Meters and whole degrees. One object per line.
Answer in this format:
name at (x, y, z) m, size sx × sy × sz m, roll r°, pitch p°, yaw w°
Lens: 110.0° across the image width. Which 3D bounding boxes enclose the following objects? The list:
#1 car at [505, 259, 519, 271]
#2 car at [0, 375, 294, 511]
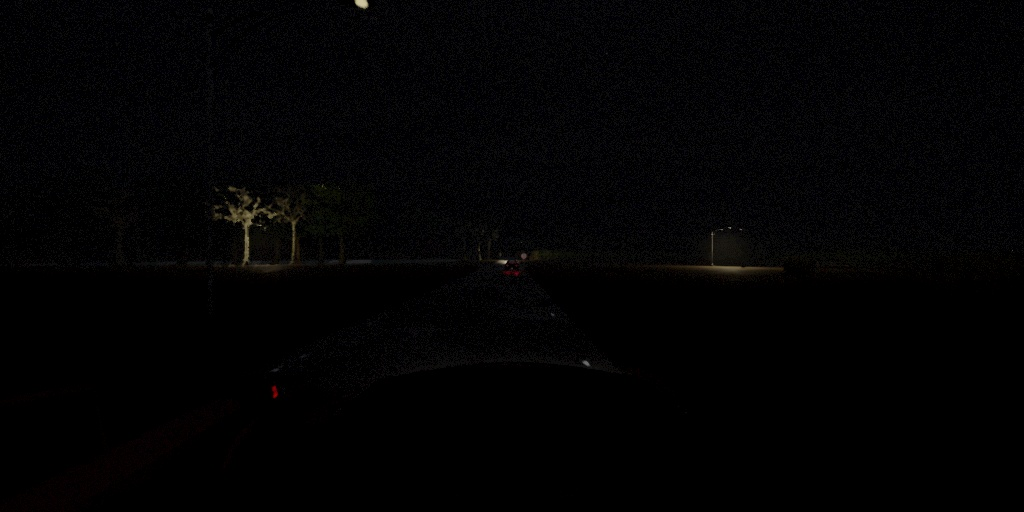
car at (0.005, 1.286, 47.786) m, size 1.895 × 1.301 × 4.718 m, roll 0°, pitch 0°, yaw 0°
car at (-2.834, 1.312, 1.284) m, size 1.994 × 1.385 × 4.181 m, roll 0°, pitch 0°, yaw 1°
